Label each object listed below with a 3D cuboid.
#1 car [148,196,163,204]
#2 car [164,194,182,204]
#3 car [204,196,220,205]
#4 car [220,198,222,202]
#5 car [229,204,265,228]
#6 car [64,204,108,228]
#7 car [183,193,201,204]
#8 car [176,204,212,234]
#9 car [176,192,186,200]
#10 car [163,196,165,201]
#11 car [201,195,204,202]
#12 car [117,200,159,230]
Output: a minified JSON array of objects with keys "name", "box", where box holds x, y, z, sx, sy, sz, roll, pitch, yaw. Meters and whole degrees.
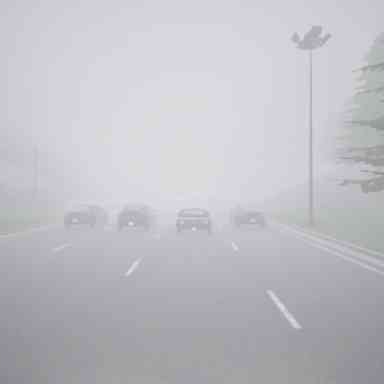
[{"name":"car","box":[-6.971,1.478,61.113,1.837,1.490,4.892,0,0,2]},{"name":"car","box":[-3.469,1.574,61.236,1.895,1.301,4.718,0,0,2]},{"name":"car","box":[3.512,1.451,60.032,1.882,1.535,5.008,0,0,2]},{"name":"car","box":[4.984,1.461,70.310,2.033,1.411,5.357,0,0,17]},{"name":"car","box":[3.586,1.516,21.944,1.812,1.442,4.674,0,0,0]},{"name":"car","box":[-6.914,1.516,21.944,1.812,1.442,4.674,0,0,0]},{"name":"car","box":[0.012,1.465,60.032,2.128,1.511,4.902,0,0,2]},{"name":"car","box":[0.100,1.592,19.363,1.895,1.301,4.718,0,0,0]},{"name":"car","box":[-2.037,1.046,71.177,2.150,2.045,5.566,0,0,17]},{"name":"car","box":[-5.633,1.487,71.196,1.812,1.442,4.674,0,0,17]},{"name":"car","box":[1.358,1.365,70.330,2.033,1.411,5.357,0,0,17]},{"name":"car","box":[-3.400,1.495,20.941,1.837,1.490,4.892,0,0,0]}]
